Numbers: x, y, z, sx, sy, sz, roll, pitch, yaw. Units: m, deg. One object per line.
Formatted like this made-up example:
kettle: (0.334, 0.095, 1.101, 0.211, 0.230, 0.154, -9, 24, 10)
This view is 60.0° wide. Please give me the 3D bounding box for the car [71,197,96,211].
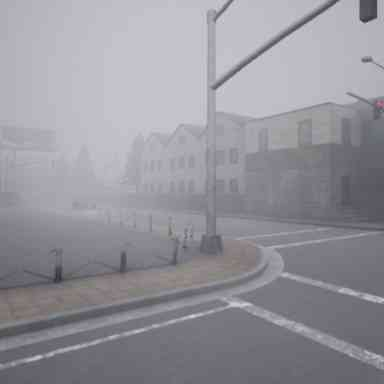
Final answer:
car: (-12.847, 1.325, 39.240, 2.128, 1.511, 4.902, 0, 0, -35)
